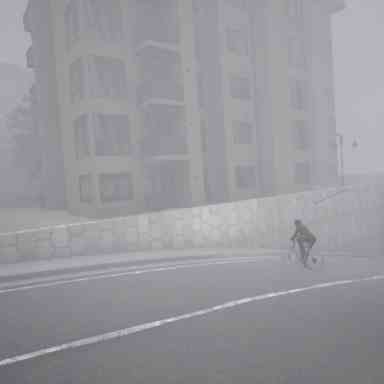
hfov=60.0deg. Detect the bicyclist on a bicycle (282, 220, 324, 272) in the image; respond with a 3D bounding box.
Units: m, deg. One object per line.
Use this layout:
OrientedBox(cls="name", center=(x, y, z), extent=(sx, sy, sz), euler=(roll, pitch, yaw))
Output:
OrientedBox(cls="bicyclist on a bicycle", center=(3.613, 1.741, 10.962), extent=(0.582, 1.620, 1.656), euler=(5, -5, -34))
